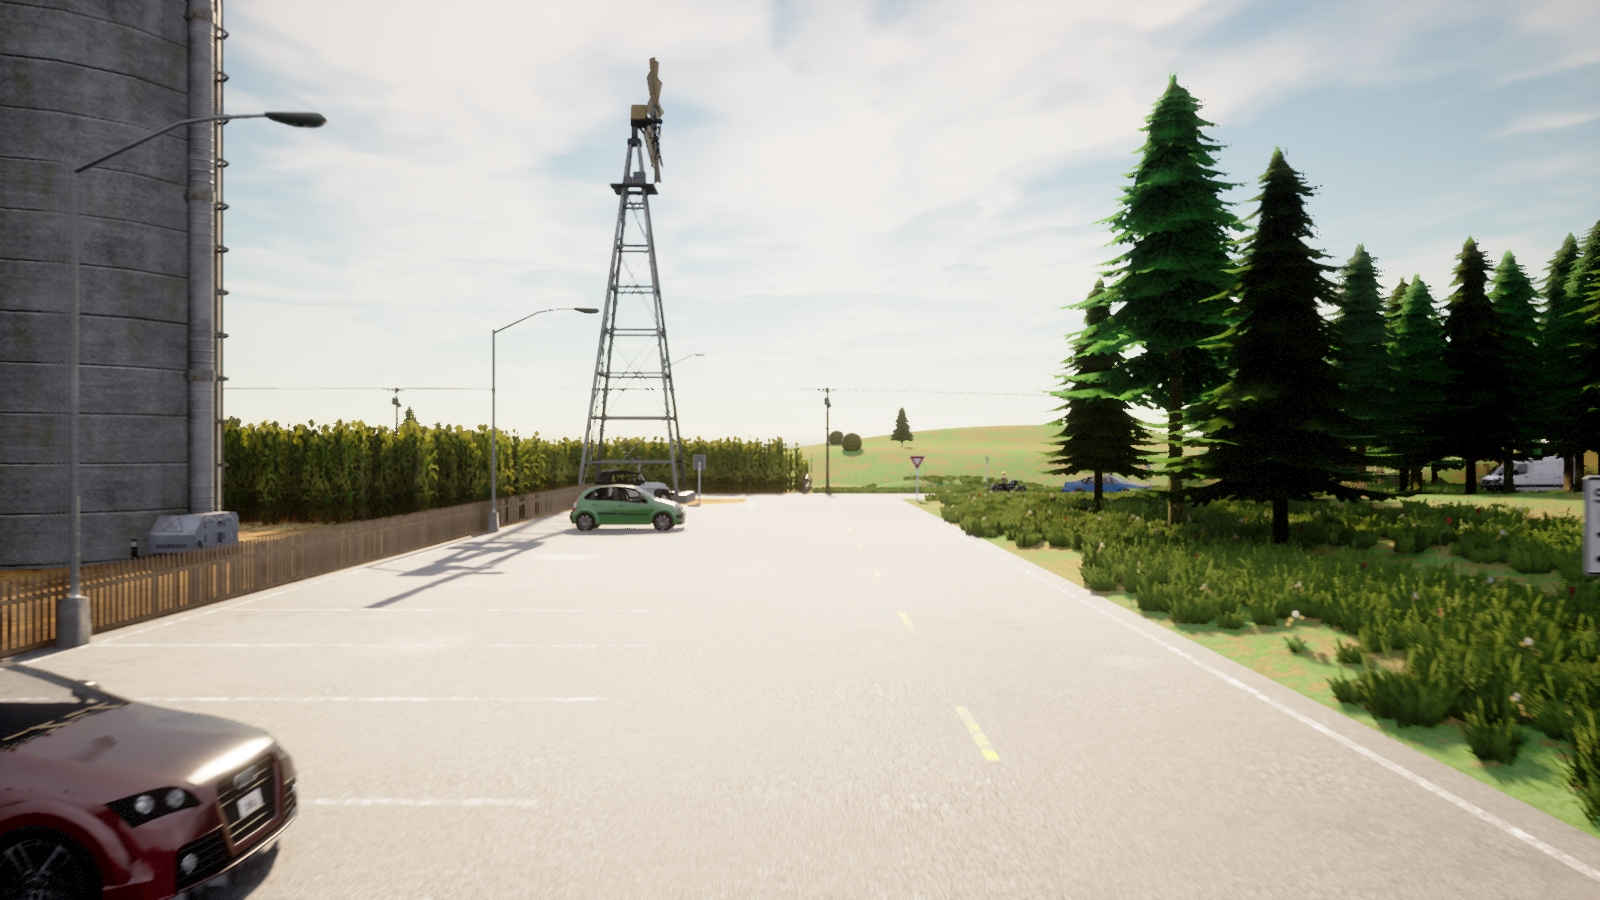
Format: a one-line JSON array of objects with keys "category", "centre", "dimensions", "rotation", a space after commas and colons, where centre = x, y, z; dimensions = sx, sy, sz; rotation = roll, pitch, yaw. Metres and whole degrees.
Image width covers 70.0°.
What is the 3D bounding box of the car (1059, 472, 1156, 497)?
[{"category": "car", "centre": [18.825, 2.106, 70.036], "dimensions": [5.357, 1.411, 2.033], "rotation": [0, 0, 37]}]
